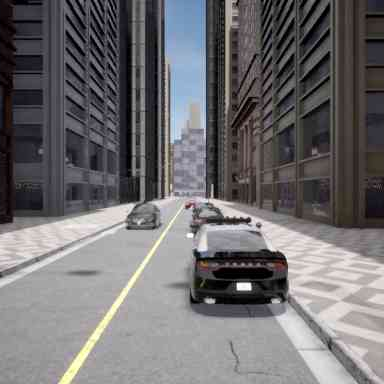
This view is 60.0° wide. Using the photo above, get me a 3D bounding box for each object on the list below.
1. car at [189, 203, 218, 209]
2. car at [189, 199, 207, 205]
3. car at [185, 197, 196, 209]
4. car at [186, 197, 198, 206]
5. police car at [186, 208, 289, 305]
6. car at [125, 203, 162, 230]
[{"bbox_3d":[0.896,1.535,18.210,1.812,1.442,4.674,0,0,0],"label":"car"},{"bbox_3d":[0.895,1.521,24.210,1.837,1.490,4.892,0,0,0],"label":"car"},{"bbox_3d":[0.028,1.650,45.964,1.895,1.301,4.718,0,0,0],"label":"car"},{"bbox_3d":[-0.009,1.645,58.988,1.994,1.385,4.181,0,0,0],"label":"car"},{"bbox_3d":[0.898,1.427,8.319,1.930,1.638,5.238,0,0,0],"label":"police car"},{"bbox_3d":[-3.005,1.517,21.296,1.837,1.490,4.892,0,0,0],"label":"car"}]
